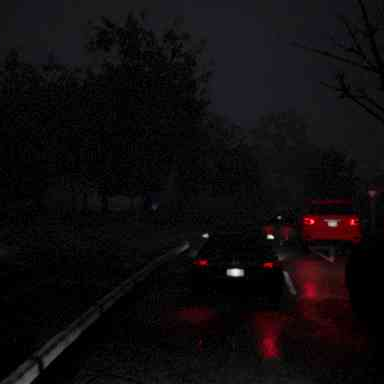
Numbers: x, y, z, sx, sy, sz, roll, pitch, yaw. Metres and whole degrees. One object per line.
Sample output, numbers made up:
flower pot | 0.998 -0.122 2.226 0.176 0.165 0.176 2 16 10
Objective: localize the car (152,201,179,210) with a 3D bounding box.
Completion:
car | -3.975 2.500 57.014 4.674 1.442 1.812 -1 -1 26

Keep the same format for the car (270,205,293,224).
car | 7.707 1.852 27.814 1.812 1.442 4.674 0 -2 24

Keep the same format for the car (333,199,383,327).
car | 3.748 1.223 3.824 2.150 2.045 5.566 0 0 4

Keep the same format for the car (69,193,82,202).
car | -30.909 1.712 87.119 1.946 1.575 5.366 0 2 -11

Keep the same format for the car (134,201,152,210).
car | -8.241 2.403 60.789 4.553 1.767 2.097 0 -1 2

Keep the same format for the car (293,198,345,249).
car | 5.814 1.294 14.712 2.150 2.045 5.566 0 -1 15

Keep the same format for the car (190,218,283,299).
car | 1.163 1.582 8.586 1.994 1.385 4.181 0 0 9
